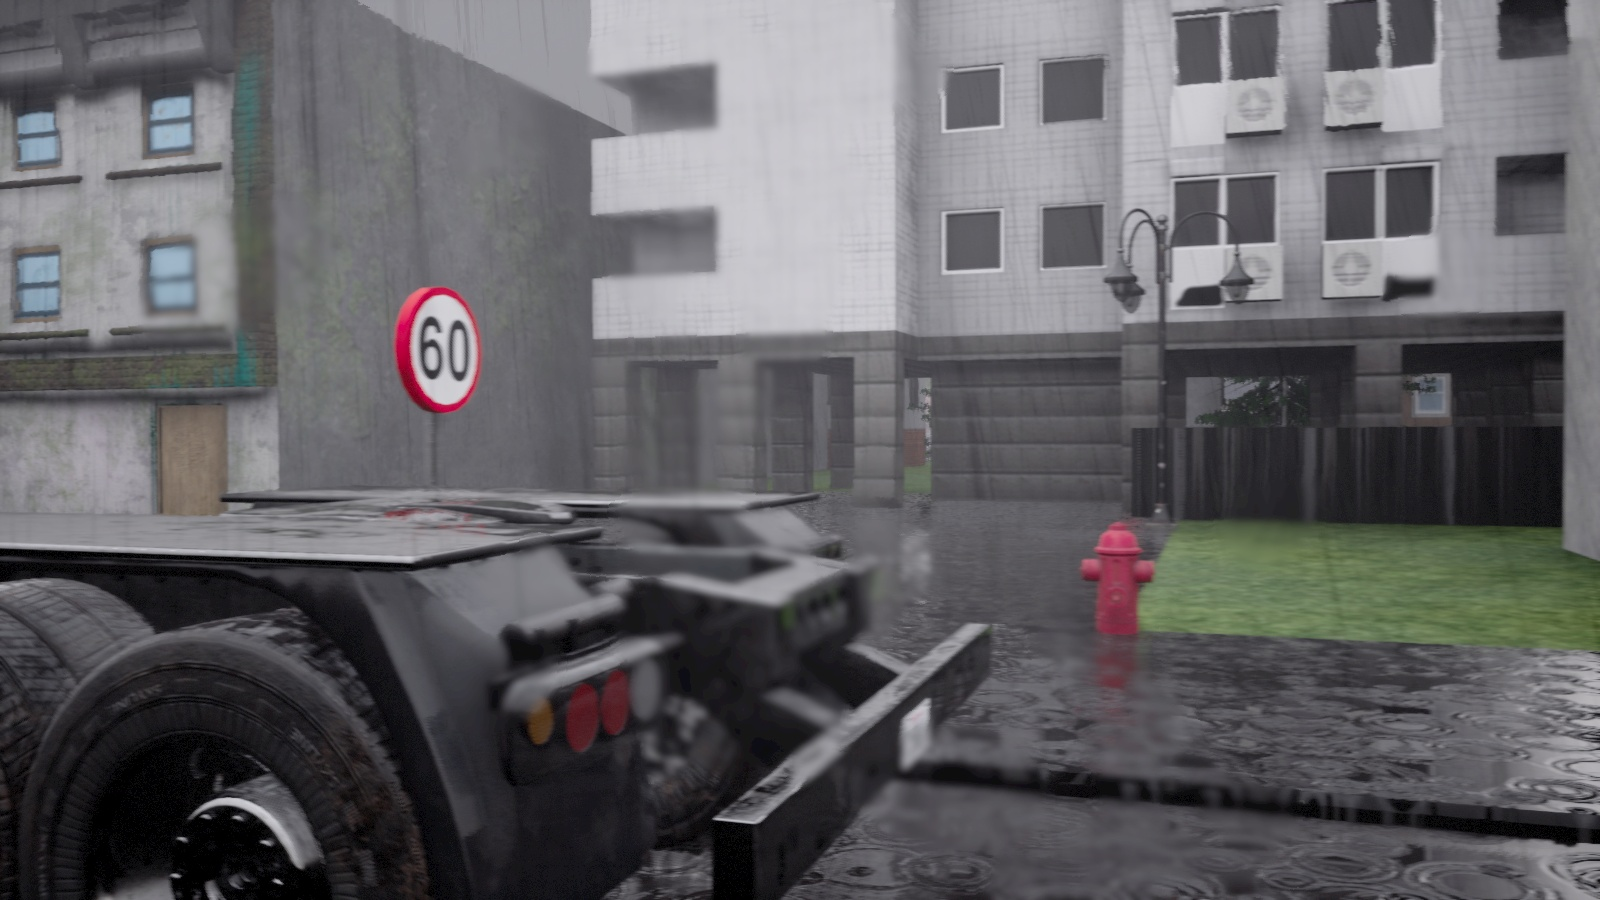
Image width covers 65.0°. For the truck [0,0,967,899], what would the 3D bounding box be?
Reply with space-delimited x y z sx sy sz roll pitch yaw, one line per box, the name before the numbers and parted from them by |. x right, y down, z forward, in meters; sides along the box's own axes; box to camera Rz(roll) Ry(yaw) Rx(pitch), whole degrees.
truck | -3.565 -0.247 4.905 7.936 3.462 2.891 1 1 19
